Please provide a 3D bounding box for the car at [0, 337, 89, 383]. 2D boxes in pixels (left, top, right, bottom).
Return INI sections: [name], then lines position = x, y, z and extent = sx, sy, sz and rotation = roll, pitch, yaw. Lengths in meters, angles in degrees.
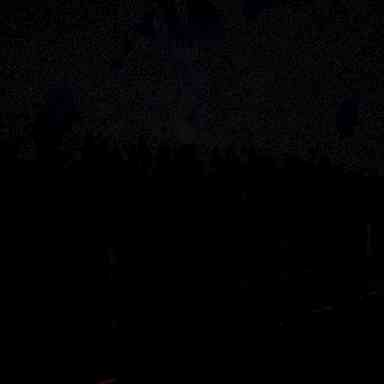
[car]
position = -2.647, 1.517, 1.182
extent = 4.674, 1.442, 1.812
rotation = 0, 0, -35
